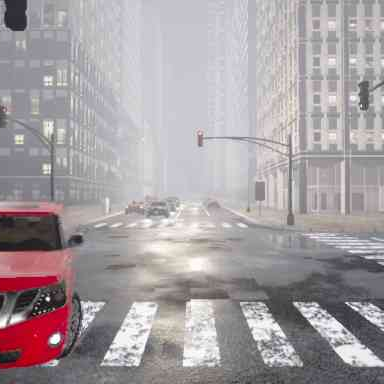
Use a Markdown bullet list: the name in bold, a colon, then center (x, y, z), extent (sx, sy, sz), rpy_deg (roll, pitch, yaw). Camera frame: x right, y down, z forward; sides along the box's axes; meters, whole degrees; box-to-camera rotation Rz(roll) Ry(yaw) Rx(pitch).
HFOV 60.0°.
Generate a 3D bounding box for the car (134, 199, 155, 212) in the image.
- **car**: center (-5.522, 1.597, 39.372), extent (1.802, 1.307, 4.206), rpy_deg (1, 0, 0)

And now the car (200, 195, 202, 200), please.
- **car**: center (2.946, 1.590, 61.709), extent (1.947, 1.339, 4.313), rpy_deg (1, 0, 0)

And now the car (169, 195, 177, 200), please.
- **car**: center (-5.303, 1.604, 95.123), extent (1.947, 1.339, 4.313), rpy_deg (1, 0, 0)

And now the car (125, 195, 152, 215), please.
- **car**: center (-5.541, 1.453, 33.797), extent (1.967, 1.590, 4.097), rpy_deg (1, 0, 0)

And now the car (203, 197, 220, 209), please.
- **car**: center (2.880, 1.599, 44.976), extent (1.802, 1.307, 4.206), rpy_deg (1, 0, 0)

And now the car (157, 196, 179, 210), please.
- **car**: center (-2.943, 1.520, 39.784), extent (1.837, 1.490, 4.892), rpy_deg (0, 0, 0)

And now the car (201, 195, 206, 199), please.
- **car**: center (2.926, 1.547, 56.302), extent (1.752, 1.417, 4.829), rpy_deg (1, 0, 0)

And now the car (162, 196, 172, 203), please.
- **car**: center (-5.390, 1.573, 72.823), extent (1.887, 1.381, 4.507), rpy_deg (1, 0, 0)

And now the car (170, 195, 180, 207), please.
- **car**: center (-2.897, 1.371, 49.858), extent (2.097, 1.767, 4.553), rpy_deg (0, 0, 0)

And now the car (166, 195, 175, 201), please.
- **car**: center (-5.346, 1.578, 83.973), extent (1.887, 1.381, 4.507), rpy_deg (1, 0, 0)

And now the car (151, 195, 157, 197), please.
- **car**: center (-5.495, 1.332, 44.947), extent (2.192, 1.841, 5.009), rpy_deg (1, 0, 0)

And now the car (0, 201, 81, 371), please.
- **car**: center (-3.211, 1.222, 5.944), extent (2.150, 2.045, 5.566), rpy_deg (2, 0, -18)

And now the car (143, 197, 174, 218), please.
- **car**: center (-2.980, 1.516, 30.335), extent (1.837, 1.490, 4.892), rpy_deg (0, 0, 0)

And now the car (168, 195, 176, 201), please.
- **car**: center (-5.324, 1.586, 89.548), extent (2.008, 1.369, 4.403), rpy_deg (1, 0, 0)

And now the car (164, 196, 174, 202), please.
- **car**: center (-5.368, 1.581, 78.398), extent (2.008, 1.369, 4.403), rpy_deg (1, 0, 0)
